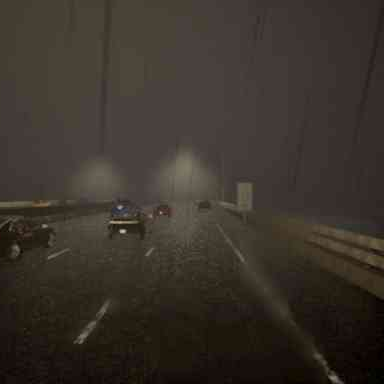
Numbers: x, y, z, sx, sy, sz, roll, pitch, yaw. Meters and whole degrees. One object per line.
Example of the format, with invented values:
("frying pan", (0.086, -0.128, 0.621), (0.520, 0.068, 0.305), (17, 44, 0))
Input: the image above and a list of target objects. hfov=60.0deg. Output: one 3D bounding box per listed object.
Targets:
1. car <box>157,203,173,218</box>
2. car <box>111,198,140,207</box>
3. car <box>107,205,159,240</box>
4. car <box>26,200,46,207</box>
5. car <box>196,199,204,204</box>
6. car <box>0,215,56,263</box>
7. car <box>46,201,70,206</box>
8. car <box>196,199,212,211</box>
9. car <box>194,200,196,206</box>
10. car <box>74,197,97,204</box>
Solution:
("car", (-3.022, 1.932, 35.202), (1.812, 1.442, 4.674), (0, -1, 1))
("car", (-6.564, 1.604, 33.260), (2.150, 2.045, 5.566), (0, -1, 1))
("car", (-3.289, 1.701, 18.341), (2.128, 1.511, 4.902), (0, -1, 1))
("car", (-23.768, 2.088, 51.567), (1.882, 1.535, 5.008), (0, -1, 2))
("car", (2.200, 2.472, 86.741), (1.895, 1.301, 4.718), (0, -1, 3))
("car", (-6.844, 1.647, 12.595), (1.837, 1.490, 4.892), (0, -1, 0))
("car", (-20.269, 2.136, 51.644), (1.812, 1.442, 4.674), (0, -1, 2))
("car", (2.044, 1.971, 52.568), (2.097, 1.767, 4.553), (0, -1, 2))
("car", (1.454, 2.303, 70.466), (1.895, 1.301, 4.718), (0, -1, 2))
("car", (-16.752, 1.842, 52.505), (2.150, 2.045, 5.566), (0, -1, 2))
